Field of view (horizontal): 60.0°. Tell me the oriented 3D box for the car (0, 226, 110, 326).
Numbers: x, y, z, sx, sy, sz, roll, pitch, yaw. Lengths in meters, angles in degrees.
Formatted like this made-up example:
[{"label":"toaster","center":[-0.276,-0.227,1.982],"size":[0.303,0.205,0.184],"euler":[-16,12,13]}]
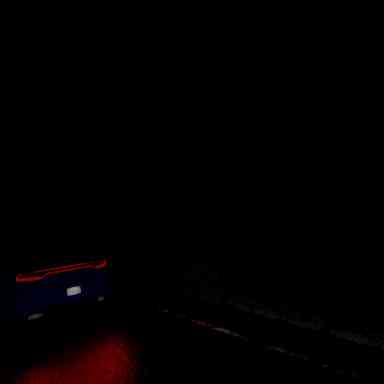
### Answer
[{"label":"car","center":[-3.767,1.476,7.150],"size":[5.008,1.535,1.882],"euler":[0,0,43]}]
